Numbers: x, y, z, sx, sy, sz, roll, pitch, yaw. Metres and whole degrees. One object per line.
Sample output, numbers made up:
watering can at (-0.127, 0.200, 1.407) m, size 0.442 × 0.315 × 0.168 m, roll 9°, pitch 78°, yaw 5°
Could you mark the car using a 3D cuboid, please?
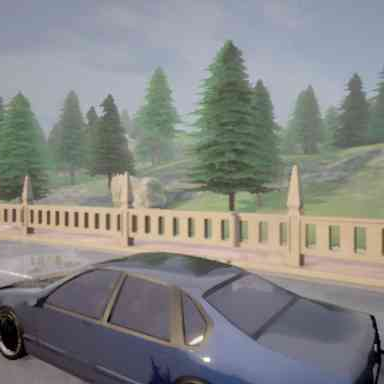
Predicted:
car at (-0.557, 1.524, 4.209) m, size 5.357 × 1.411 × 2.033 m, roll 0°, pitch 0°, yaw 33°
